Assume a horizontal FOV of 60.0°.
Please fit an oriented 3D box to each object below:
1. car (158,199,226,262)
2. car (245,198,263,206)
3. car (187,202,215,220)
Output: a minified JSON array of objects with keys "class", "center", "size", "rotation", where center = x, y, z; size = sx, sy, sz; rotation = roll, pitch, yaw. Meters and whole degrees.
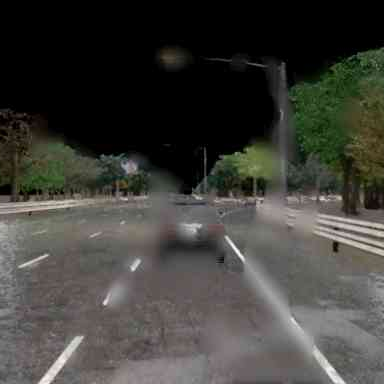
[{"class":"car","center":[0.000,1.269,12.443],"size":[2.150,2.045,5.566],"rotation":[0,0,0]},{"class":"car","center":[11.300,1.762,60.654],"size":[2.033,1.411,5.357],"rotation":[0,0,30]},{"class":"car","center":[0.897,1.679,29.978],"size":[1.994,1.385,4.181],"rotation":[0,0,8]}]
